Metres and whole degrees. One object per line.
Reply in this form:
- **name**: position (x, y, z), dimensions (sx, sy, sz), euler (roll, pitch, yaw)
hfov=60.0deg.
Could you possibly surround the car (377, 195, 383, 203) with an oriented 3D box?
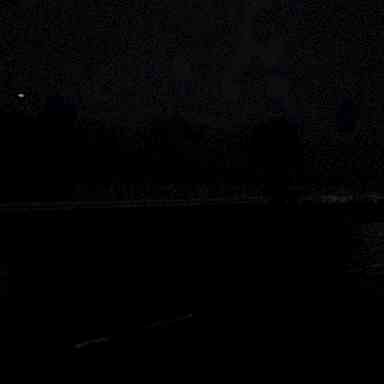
- **car**: position (35.046, 1.222, 59.036), dimensions (4.892, 1.490, 1.837), euler (0, 0, -36)

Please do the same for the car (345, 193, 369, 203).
- **car**: position (24.147, 1.296, 47.029), dimensions (4.892, 1.490, 1.837), euler (0, 0, -35)

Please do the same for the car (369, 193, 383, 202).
- **car**: position (26.486, 1.012, 44.401), dimensions (5.566, 2.045, 2.150), euler (0, 0, -35)

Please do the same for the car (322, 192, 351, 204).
- **car**: position (21.841, 1.014, 49.677), dimensions (5.566, 2.045, 2.150), euler (0, 0, -35)
